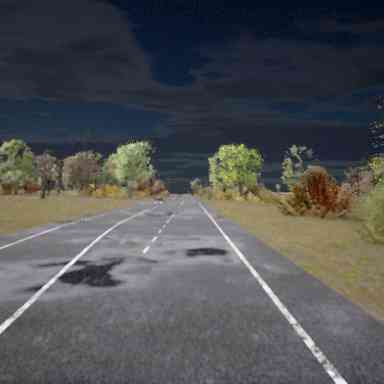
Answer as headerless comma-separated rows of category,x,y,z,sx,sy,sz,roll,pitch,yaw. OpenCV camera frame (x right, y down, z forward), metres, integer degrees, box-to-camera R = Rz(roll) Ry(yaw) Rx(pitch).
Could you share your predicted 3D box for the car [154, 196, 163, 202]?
car,-7.289,1.596,73.071,2.033,1.411,5.357,0,0,0
